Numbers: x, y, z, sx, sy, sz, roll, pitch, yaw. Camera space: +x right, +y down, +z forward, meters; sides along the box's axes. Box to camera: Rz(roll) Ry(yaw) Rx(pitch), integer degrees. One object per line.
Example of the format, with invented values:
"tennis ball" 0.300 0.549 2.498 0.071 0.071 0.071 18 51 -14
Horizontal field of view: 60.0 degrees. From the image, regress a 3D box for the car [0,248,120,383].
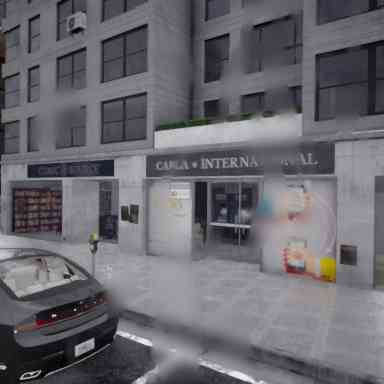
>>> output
"car" -3.011 1.550 5.095 4.403 1.369 2.008 0 1 35
